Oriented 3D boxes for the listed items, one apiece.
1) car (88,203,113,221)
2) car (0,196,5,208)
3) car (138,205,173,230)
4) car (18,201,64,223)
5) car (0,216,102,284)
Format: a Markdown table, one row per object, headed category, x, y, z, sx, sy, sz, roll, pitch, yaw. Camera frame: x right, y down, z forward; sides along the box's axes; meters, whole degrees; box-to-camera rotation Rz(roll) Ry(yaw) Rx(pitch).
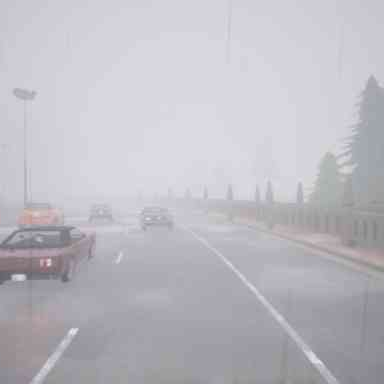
| category | x | y | z | sx | sy | sz | roll | pitch | yaw |
| --- | --- | --- | --- | --- | --- | --- | --- | --- | --- |
| car | -7.539 | 1.610 | 27.435 | 2.033 | 1.411 | 5.357 | 0 | 0 | -16 |
| car | -28.530 | 1.501 | 48.304 | 2.150 | 2.045 | 5.566 | 0 | 0 | -32 |
| car | -2.410 | 1.572 | 21.419 | 2.033 | 1.411 | 5.357 | 0 | 0 | -12 |
| car | -9.754 | 1.417 | 21.843 | 2.097 | 1.767 | 4.553 | 0 | 0 | -13 |
| car | -4.084 | 1.622 | 9.640 | 1.895 | 1.301 | 4.718 | 0 | 0 | -6 |
